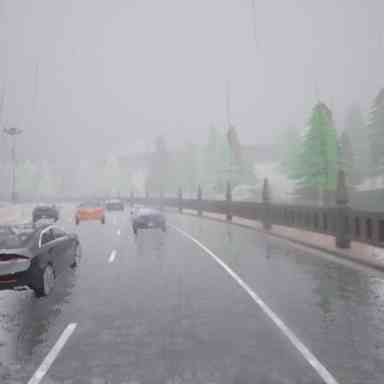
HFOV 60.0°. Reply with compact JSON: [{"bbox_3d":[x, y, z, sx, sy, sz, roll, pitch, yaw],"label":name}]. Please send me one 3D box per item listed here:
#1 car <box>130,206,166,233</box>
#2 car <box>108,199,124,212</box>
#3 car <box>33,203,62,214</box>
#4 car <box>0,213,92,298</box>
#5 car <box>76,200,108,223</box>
[{"bbox_3d":[-2.674,1.558,19.871,1.812,1.442,4.674,-1,0,-13],"label":"car"},{"bbox_3d":[-9.659,1.624,40.564,1.882,1.535,5.008,-1,0,-24],"label":"car"},{"bbox_3d":[-12.338,1.712,28.374,1.837,1.490,4.892,-1,0,-19],"label":"car"},{"bbox_3d":[-4.219,1.563,8.600,2.128,1.511,4.902,-1,0,-7],"label":"car"},{"bbox_3d":[-8.141,1.482,26.621,2.097,1.767,4.553,-1,0,-17],"label":"car"}]
